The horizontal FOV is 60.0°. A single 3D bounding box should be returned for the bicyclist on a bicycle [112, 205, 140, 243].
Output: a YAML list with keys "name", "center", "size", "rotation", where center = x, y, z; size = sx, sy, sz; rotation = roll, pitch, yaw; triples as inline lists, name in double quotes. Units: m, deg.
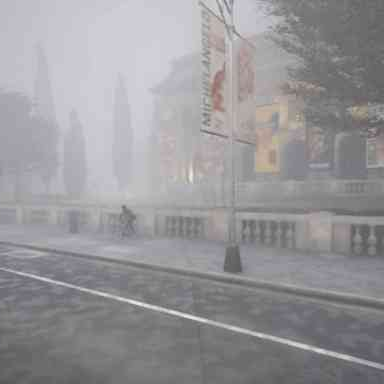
- name: "bicyclist on a bicycle"
  center: [-2.859, 1.369, 14.488]
  size: [0.582, 1.620, 1.656]
  rotation: [0, -1, 35]
